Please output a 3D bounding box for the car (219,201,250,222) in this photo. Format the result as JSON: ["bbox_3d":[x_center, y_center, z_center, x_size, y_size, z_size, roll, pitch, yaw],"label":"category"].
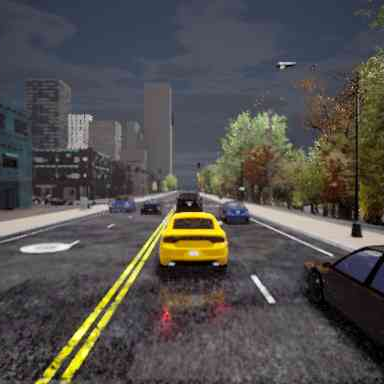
[{"bbox_3d":[3.073,1.402,25.047,2.033,1.411,5.357,0,0,-1],"label":"car"}]

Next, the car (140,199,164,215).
[{"bbox_3d":[-3.714,1.385,31.384,1.994,1.385,4.181,0,0,-1],"label":"car"}]

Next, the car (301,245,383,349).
[{"bbox_3d":[3.335,1.518,4.918,2.033,1.411,5.357,0,0,0],"label":"car"}]

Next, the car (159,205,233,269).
[{"bbox_3d":[0.023,1.413,10.996,1.882,1.535,5.008,0,0,-1],"label":"car"}]

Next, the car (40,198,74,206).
[{"bbox_3d":[-20.657,1.524,51.753,4.313,1.339,1.947,-1,2,-1],"label":"car"}]

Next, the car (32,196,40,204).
[{"bbox_3d":[-29.123,1.475,60.132,4.403,1.369,2.008,-1,2,-1],"label":"car"}]

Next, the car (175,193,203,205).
[{"bbox_3d":[-0.232,1.057,28.468,2.150,2.045,5.566,0,0,-1],"label":"car"}]

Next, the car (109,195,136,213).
[{"bbox_3d":[-6.994,1.158,33.774,2.097,1.767,4.553,0,0,-1],"label":"car"}]
